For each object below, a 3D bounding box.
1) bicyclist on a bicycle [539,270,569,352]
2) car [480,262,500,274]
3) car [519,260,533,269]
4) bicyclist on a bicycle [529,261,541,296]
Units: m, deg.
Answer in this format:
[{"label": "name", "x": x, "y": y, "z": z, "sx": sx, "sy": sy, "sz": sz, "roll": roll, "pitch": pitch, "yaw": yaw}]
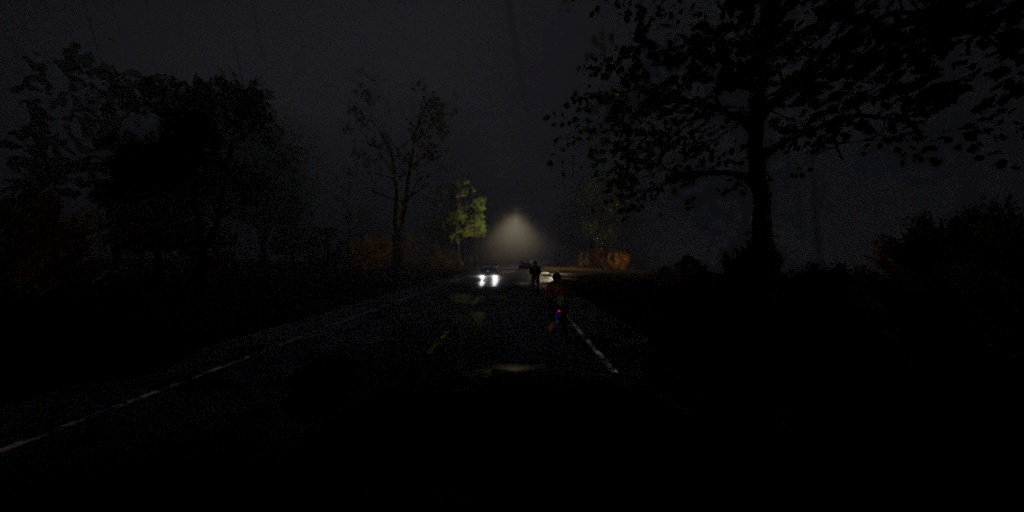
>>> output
[{"label": "bicyclist on a bicycle", "x": 1.014, "y": 1.203, "z": 7.963, "sx": 0.582, "sy": 1.620, "sz": 1.656, "roll": 0, "pitch": 0, "yaw": 1}, {"label": "car", "x": -2.528, "y": 1.392, "z": 41.503, "sx": 1.895, "sy": 1.301, "sz": 4.718, "roll": 0, "pitch": 0, "yaw": 3}, {"label": "car", "x": 2.150, "y": 1.417, "z": 57.156, "sx": 1.994, "sy": 1.385, "sz": 4.181, "roll": 0, "pitch": 0, "yaw": 4}, {"label": "bicyclist on a bicycle", "x": 1.175, "y": 1.128, "z": 18.095, "sx": 0.659, "sy": 1.776, "sz": 1.843, "roll": 0, "pitch": 0, "yaw": 1}]
